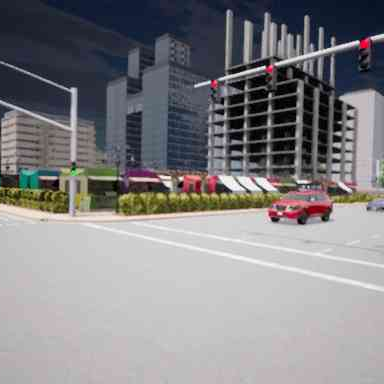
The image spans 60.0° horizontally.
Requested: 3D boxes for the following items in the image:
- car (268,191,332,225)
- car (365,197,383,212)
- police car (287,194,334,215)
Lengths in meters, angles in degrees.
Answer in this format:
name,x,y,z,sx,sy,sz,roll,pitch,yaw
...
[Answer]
name,x,y,z,sx,sy,sz,roll,pitch,yaw
car,7.245,0.951,21.919,5.566,2.045,2.150,0,2,-45
car,19.350,1.296,33.925,4.674,1.442,1.812,0,2,-45
police car,10.922,1.071,30.367,5.238,1.638,1.930,0,2,-45
